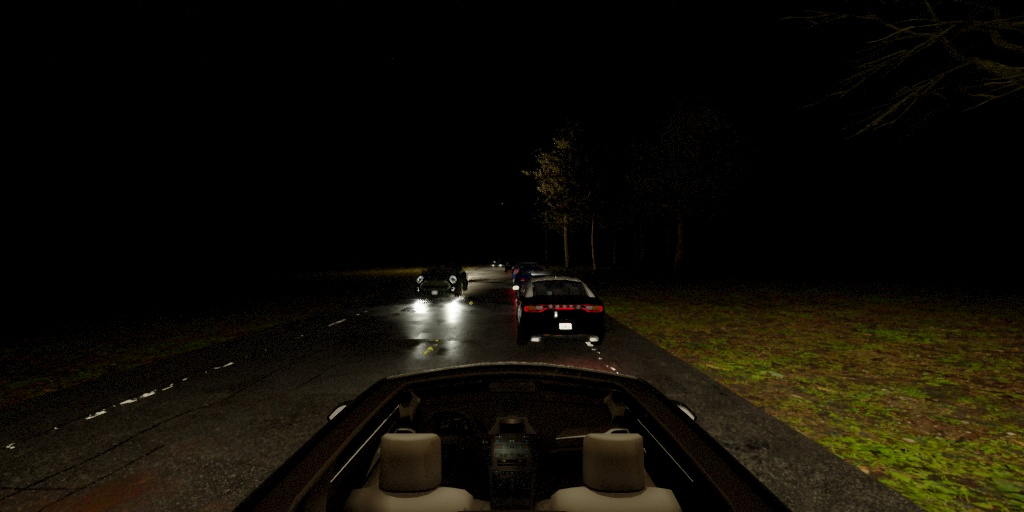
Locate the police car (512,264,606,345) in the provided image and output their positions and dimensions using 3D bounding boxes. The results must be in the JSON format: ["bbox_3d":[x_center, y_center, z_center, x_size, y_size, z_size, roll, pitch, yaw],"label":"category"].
[{"bbox_3d":[1.054,1.178,9.635,1.930,1.638,5.238,0,0,0],"label":"police car"}]

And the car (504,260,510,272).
[{"bbox_3d":[0.042,1.348,46.810,1.837,1.490,4.892,0,0,0],"label":"car"}]

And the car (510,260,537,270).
[{"bbox_3d":[1.059,1.134,25.497,2.097,1.767,4.553,0,0,0],"label":"car"}]

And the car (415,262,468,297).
[{"bbox_3d":[-3.593,1.118,18.944,2.097,1.767,4.553,0,0,0],"label":"car"}]

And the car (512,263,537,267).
[{"bbox_3d":[1.058,1.294,19.526,1.812,1.442,4.674,0,0,0],"label":"car"}]
